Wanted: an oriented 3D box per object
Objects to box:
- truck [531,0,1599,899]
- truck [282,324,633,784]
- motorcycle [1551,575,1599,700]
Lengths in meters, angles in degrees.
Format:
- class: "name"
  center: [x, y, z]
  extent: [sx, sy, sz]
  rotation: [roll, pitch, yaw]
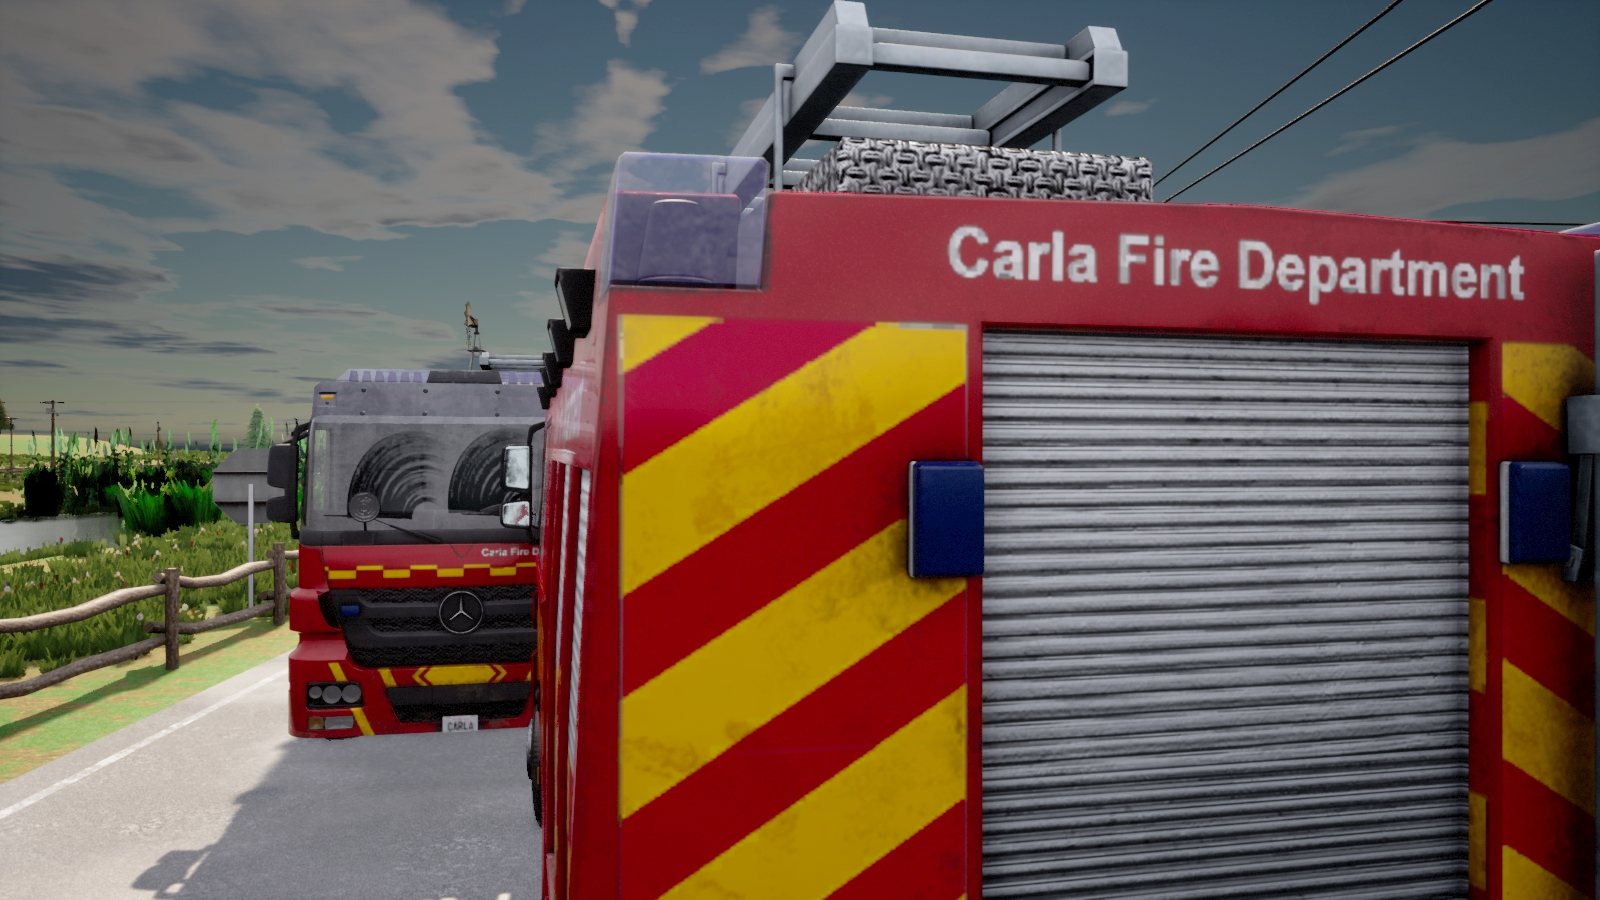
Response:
- class: "truck"
  center: [-0.111, 0.867, 6.871]
  extent: [2.891, 3.827, 8.468]
  rotation: [0, 0, -13]
- class: "truck"
  center: [-3.887, 0.862, 13.959]
  extent: [2.891, 3.827, 8.468]
  rotation: [0, 0, -13]
- class: "motorcycle"
  center: [9.811, 2.142, 13.173]
  extent: [1.805, 1.316, 0.856]
  rotation: [0, 0, -7]
